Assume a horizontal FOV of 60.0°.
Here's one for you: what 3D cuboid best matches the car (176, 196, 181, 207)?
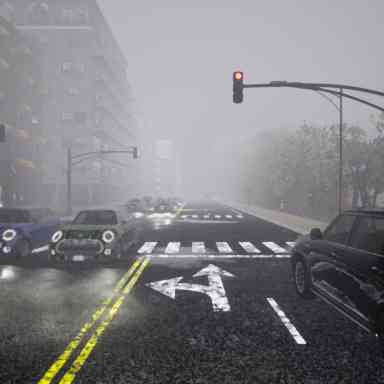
[{"bbox_3d":[-3.228,1.560,53.408,2.033,1.411,5.357,0,0,0],"label":"car"}]

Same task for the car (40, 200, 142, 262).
[{"bbox_3d":[-3.327,1.349,12.013,2.097,1.767,4.553,0,0,0],"label":"car"}]

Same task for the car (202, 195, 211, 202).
[{"bbox_3d":[3.423,1.387,78.432,2.097,1.767,4.553,0,0,0],"label":"car"}]

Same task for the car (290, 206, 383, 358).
[{"bbox_3d":[3.374,1.221,5.292,2.150,2.045,5.566,0,0,-2],"label":"car"}]

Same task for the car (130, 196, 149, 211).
[{"bbox_3d":[-6.514,1.510,38.686,1.837,1.490,4.892,0,0,0],"label":"car"}]

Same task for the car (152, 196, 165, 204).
[{"bbox_3d":[-6.404,1.568,64.016,2.033,1.411,5.357,0,0,1],"label":"car"}]

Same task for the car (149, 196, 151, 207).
[{"bbox_3d":[-6.491,1.364,48.484,2.097,1.767,4.553,0,0,0],"label":"car"}]

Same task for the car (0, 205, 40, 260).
[{"bbox_3d":[-6.575,1.347,12.426,2.097,1.767,4.553,0,0,0],"label":"car"}]

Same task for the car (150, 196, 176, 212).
[{"bbox_3d":[-3.278,1.496,38.357,2.128,1.511,4.902,0,0,-2],"label":"car"}]
